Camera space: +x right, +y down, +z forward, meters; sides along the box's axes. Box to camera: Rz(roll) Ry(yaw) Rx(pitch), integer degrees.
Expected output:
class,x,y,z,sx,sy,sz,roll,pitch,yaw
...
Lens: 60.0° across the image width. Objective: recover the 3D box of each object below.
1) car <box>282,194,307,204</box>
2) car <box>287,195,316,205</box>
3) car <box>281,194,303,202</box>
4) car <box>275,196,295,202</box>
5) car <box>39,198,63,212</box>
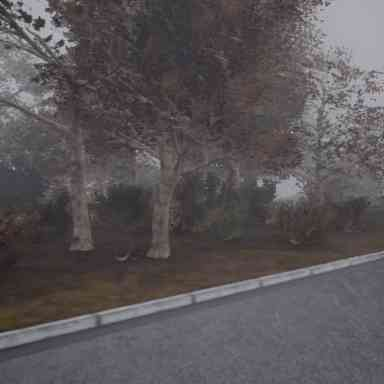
class,x,y,z,sx,sy,sz,roll,pitch,yaw
car,21.255,1.714,70.092,2.435,2.045,5.566,0,0,-36
car,23.420,1.697,71.640,2.435,2.045,5.566,0,0,-36
car,27.070,1.635,90.252,2.435,2.045,5.566,0,0,-36
car,24.768,1.896,88.647,2.231,1.521,4.892,0,0,-35
car,-23.141,1.999,54.447,2.435,2.045,5.566,0,0,-36
